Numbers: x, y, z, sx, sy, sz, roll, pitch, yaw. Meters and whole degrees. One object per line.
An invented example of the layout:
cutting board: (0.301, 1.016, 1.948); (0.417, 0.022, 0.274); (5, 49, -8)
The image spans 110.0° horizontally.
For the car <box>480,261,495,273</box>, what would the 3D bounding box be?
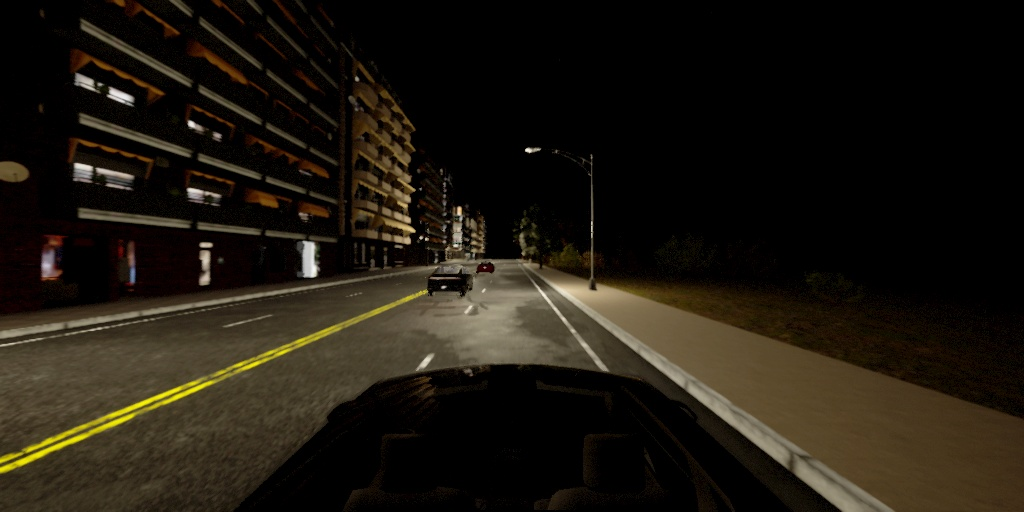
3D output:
car: (-3.138, 1.311, 43.455); (1.994, 1.385, 4.181); (0, 0, 0)

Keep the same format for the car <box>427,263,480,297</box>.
car: (-3.146, 1.242, 18.953); (2.128, 1.511, 4.902); (0, 0, 0)
